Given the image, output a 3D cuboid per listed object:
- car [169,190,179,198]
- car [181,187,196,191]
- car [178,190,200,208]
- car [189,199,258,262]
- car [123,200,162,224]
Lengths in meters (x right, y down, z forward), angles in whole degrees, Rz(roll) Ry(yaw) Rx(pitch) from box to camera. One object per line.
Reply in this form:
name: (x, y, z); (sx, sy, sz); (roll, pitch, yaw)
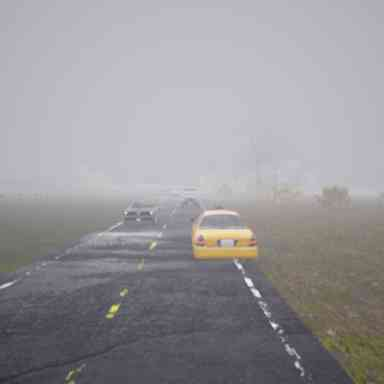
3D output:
car: (-3.171, 0.320, 62.692); (2.033, 1.411, 5.357); (0, 1, 0)
car: (-0.284, 0.311, 46.474); (2.150, 2.045, 5.566); (0, 1, 0)
car: (-0.167, 0.856, 34.041); (1.812, 1.442, 4.674); (0, 1, 0)
car: (0.892, 1.234, 11.140); (1.801, 1.575, 5.366); (0, 1, 0)
car: (-2.982, 1.193, 20.691); (1.895, 1.301, 4.718); (0, 1, 0)
